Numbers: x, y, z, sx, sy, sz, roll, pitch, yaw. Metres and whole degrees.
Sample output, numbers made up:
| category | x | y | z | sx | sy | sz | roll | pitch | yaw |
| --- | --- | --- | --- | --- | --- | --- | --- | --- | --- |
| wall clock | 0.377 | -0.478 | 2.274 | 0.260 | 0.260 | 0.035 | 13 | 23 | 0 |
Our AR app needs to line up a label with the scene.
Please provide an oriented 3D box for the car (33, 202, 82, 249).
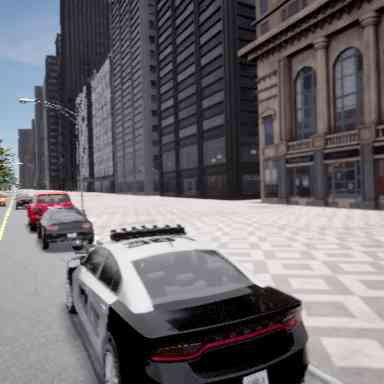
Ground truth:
| category | x | y | z | sx | sy | sz | roll | pitch | yaw |
| --- | --- | --- | --- | --- | --- | --- | --- | --- | --- |
| car | -5.314 | 1.355 | 13.758 | 1.812 | 1.442 | 4.674 | -2 | 1 | -28 |

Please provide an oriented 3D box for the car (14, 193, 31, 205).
| category | x | y | z | sx | sy | sz | roll | pitch | yaw |
| --- | --- | --- | --- | --- | --- | --- | --- | --- | --- |
| car | -24.770 | 1.012 | 48.610 | 2.128 | 1.511 | 4.902 | -2 | 1 | -28 |

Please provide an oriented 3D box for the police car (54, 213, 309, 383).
| category | x | y | z | sx | sy | sz | roll | pitch | yaw |
| --- | --- | --- | --- | --- | --- | --- | --- | --- | --- |
| police car | -0.692 | 1.327 | 5.013 | 1.930 | 1.638 | 5.238 | -2 | 1 | -28 |

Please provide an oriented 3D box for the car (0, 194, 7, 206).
| category | x | y | z | sx | sy | sz | roll | pitch | yaw |
| --- | --- | --- | --- | --- | --- | --- | --- | --- | --- |
| car | -25.841 | 0.995 | 44.213 | 2.097 | 1.767 | 4.553 | -2 | 1 | -28 |

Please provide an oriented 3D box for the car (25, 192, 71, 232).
| category | x | y | z | sx | sy | sz | roll | pitch | yaw |
| --- | --- | --- | --- | --- | --- | --- | --- | --- | --- |
| car | -8.143 | 1.007 | 19.082 | 2.150 | 2.045 | 5.566 | -2 | 1 | -28 |

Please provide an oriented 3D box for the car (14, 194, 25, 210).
| category | x | y | z | sx | sy | sz | roll | pitch | yaw |
| --- | --- | --- | --- | --- | --- | --- | --- | --- | --- |
| car | -19.067 | 1.133 | 37.902 | 1.837 | 1.490 | 4.892 | -2 | 2 | -27 |
